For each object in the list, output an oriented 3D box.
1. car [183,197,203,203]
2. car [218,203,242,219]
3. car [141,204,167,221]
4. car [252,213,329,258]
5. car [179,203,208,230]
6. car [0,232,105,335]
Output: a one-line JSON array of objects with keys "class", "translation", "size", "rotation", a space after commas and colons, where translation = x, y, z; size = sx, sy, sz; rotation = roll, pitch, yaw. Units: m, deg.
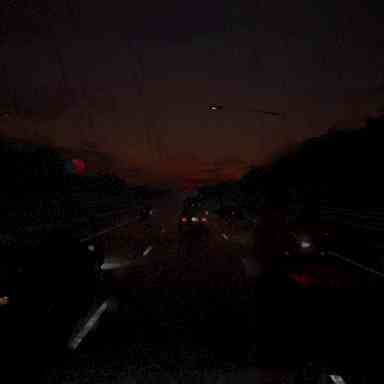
[{"class": "car", "translation": [0.106, 1.607, 39.661], "size": [2.150, 2.045, 5.566], "rotation": [0, -1, 0]}, {"class": "car", "translation": [3.605, 1.741, 31.761], "size": [1.882, 1.535, 5.008], "rotation": [0, -1, 0]}, {"class": "car", "translation": [-3.395, 1.804, 30.057], "size": [1.994, 1.385, 4.181], "rotation": [0, -1, 0]}, {"class": "car", "translation": [3.603, 1.542, 13.011], "size": [1.882, 1.535, 5.008], "rotation": [0, 0, 0]}, {"class": "car", "translation": [0.105, 1.691, 22.000], "size": [2.033, 1.411, 5.357], "rotation": [0, -1, 0]}, {"class": "car", "translation": [-3.398, 1.575, 7.083], "size": [2.033, 1.411, 5.357], "rotation": [0, 0, 0]}]
